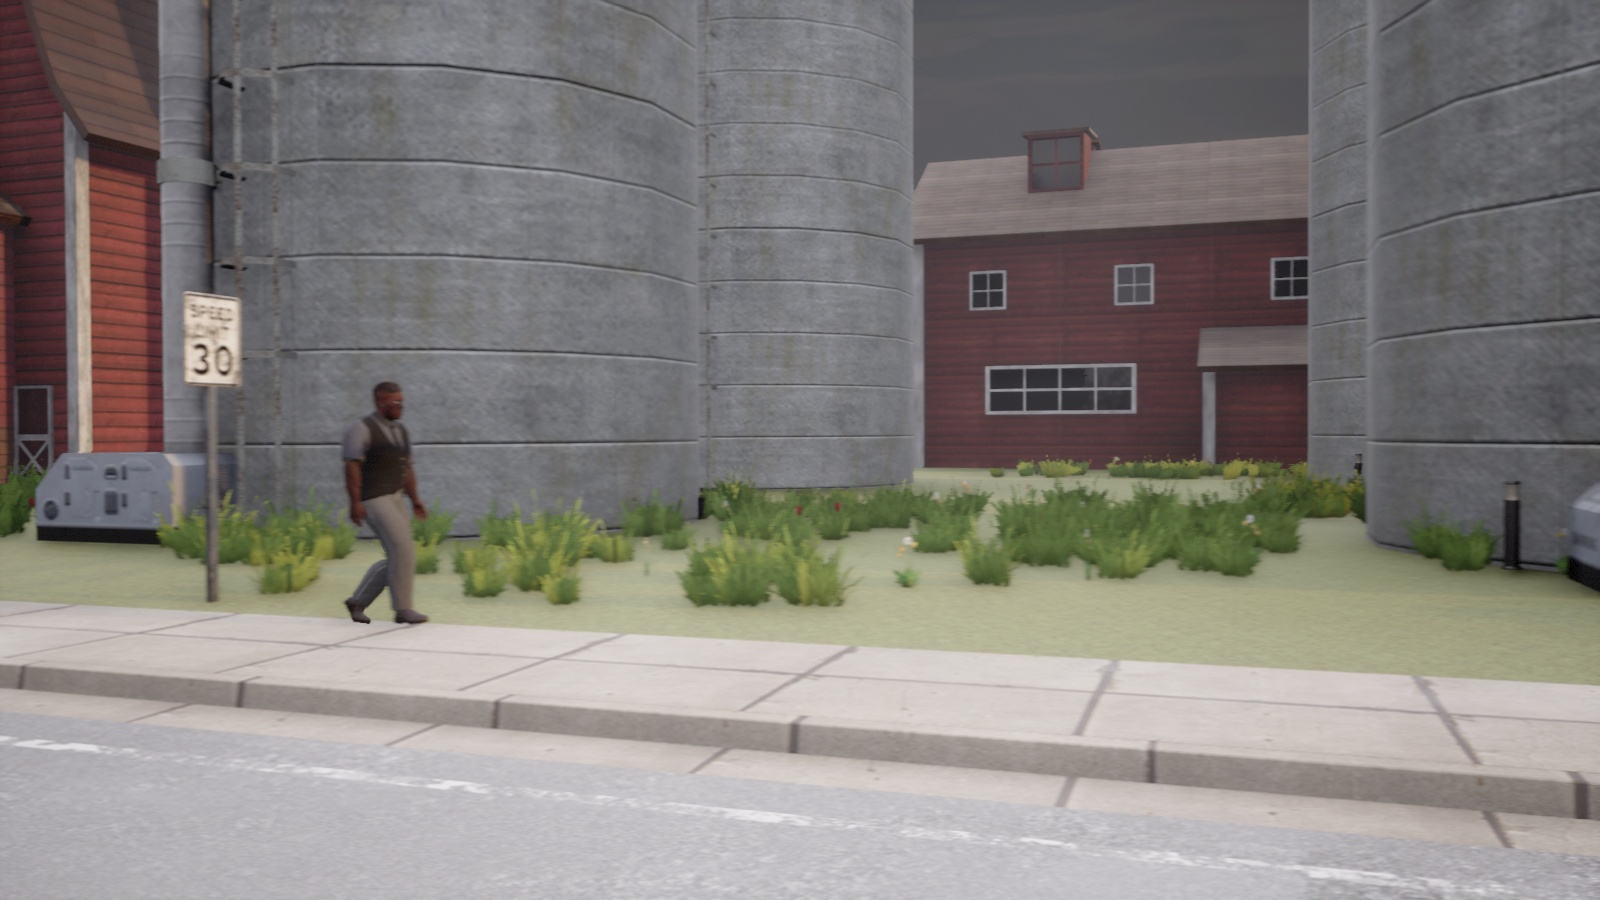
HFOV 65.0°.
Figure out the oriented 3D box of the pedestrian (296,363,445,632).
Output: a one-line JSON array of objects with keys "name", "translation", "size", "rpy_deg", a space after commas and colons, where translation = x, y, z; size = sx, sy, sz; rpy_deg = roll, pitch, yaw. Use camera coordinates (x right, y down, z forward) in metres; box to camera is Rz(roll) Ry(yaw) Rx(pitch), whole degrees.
[{"name": "pedestrian", "translation": [-3.118, 0.325, 9.146], "size": [0.849, 1.883, 0.563], "rpy_deg": [0, 1, 14]}]
